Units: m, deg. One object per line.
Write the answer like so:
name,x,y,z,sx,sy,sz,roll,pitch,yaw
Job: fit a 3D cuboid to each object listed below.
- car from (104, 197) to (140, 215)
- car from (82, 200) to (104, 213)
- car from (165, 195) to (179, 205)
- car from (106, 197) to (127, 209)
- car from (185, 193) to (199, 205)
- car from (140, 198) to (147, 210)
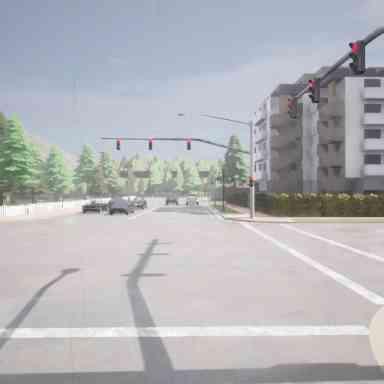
car,-7.049,1.547,34.058,2.033,1.411,5.357,0,0,1
car,-10.535,1.601,36.647,1.895,1.301,4.718,0,0,0
car,-3.441,1.352,58.025,2.097,1.767,4.553,0,0,0
car,-10.517,1.478,46.687,1.882,1.535,5.008,0,0,0
car,0.059,1.221,58.096,2.150,2.045,5.566,0,0,0
car,-7.033,1.491,43.708,2.128,1.511,4.902,0,0,0
